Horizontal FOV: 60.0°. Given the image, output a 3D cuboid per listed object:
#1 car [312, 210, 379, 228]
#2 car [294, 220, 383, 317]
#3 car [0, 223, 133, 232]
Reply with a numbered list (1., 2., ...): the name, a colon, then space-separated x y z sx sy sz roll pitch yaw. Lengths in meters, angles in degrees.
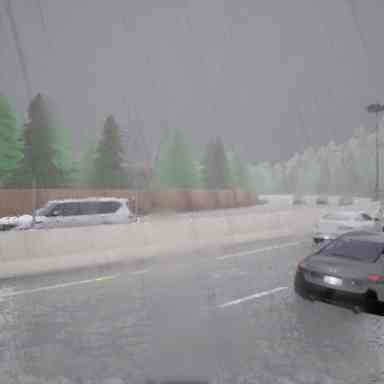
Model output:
1. car: 6.885 1.507 14.480 4.674 1.442 1.812 0 0 -44
2. car: 4.070 1.552 7.241 4.181 1.385 1.994 0 0 -40
3. car: -5.024 1.263 13.481 5.566 2.045 2.150 0 0 -38
